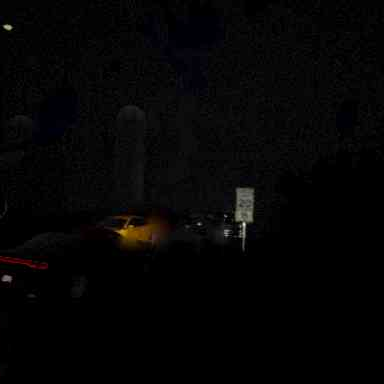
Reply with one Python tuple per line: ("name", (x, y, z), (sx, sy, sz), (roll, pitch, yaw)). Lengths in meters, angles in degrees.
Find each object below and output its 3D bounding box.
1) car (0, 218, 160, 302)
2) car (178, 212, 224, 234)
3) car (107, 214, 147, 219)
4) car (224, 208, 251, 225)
("car", (-2.827, 1.706, 9.106), (1.882, 1.535, 5.008), (2, -1, 23))
("car", (0.629, 2.231, 24.856), (1.812, 1.442, 4.674), (2, -2, 23))
("car", (-3.275, 1.821, 15.449), (1.882, 1.535, 5.008), (2, -1, 23))
("car", (4.861, 2.491, 35.001), (2.097, 1.767, 4.553), (2, -2, 23))
